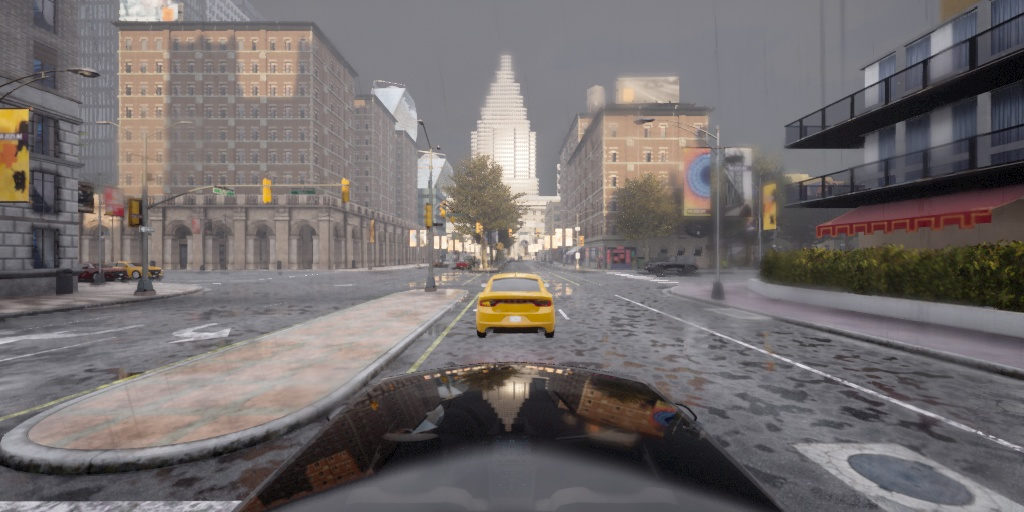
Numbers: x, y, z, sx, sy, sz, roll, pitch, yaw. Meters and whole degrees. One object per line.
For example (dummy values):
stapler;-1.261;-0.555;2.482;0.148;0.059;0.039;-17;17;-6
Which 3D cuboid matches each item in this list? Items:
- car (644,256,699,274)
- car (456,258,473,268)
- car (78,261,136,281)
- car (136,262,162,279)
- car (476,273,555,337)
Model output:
car;17.670;0.973;39.711;5.566;2.045;2.150;0;0;0
car;-7.986;1.351;59.072;1.895;1.301;4.718;0;0;0
car;-33.938;1.228;28.838;5.008;1.535;1.882;0;0;0
car;-34.574;1.228;32.336;5.008;1.535;1.882;0;0;0
car;0.094;1.228;10.331;1.882;1.535;5.008;0;0;0
